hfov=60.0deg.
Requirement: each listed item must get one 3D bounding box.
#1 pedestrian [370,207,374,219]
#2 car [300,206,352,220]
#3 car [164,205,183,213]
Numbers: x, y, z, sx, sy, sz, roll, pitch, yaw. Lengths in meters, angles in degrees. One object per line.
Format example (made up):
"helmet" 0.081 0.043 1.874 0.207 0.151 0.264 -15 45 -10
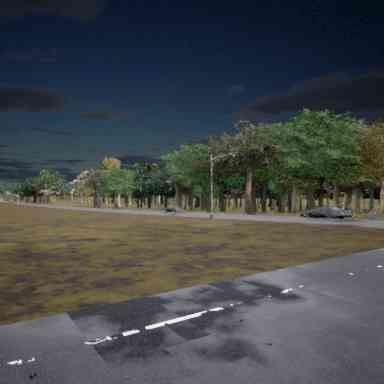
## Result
"pedestrian" 19.255 2.203 35.535 0.375 1.300 0.375 -2 1 -33
"car" 14.342 2.247 35.920 2.033 1.411 5.357 1 -2 -33
"car" -3.506 3.251 63.177 2.128 1.511 4.902 1 -2 -33
